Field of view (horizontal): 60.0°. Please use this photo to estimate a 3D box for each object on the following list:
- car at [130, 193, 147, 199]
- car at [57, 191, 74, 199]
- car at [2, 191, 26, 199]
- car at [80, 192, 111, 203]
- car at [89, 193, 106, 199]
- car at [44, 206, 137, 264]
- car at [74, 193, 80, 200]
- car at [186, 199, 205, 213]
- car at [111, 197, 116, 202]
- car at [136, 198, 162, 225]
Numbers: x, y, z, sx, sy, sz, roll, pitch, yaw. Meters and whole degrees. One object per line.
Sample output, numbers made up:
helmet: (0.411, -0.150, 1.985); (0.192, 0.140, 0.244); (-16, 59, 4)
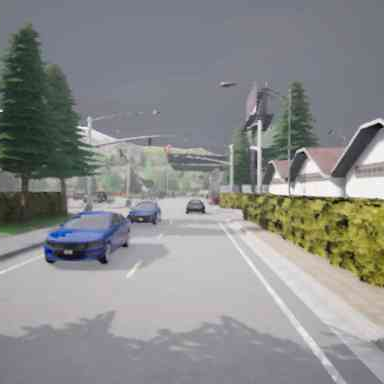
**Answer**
car: (-15.402, 1.103, 93.381); (5.027, 1.636, 2.152); (1, 0, 0)
car: (-24.011, 0.817, 59.131); (4.605, 1.855, 1.932); (1, 0, 0)
car: (-41.704, 0.631, 78.065); (4.605, 1.855, 1.932); (1, 0, 0)
car: (-16.160, 0.875, 55.802); (3.866, 1.878, 1.905); (1, 0, 0)
car: (-23.139, 1.029, 81.576); (3.633, 1.501, 1.845); (1, 0, 0)
car: (-3.470, 1.434, 11.914); (1.882, 1.535, 5.008); (1, 0, 1)
car: (-23.234, 1.015, 71.584); (4.514, 1.523, 2.007); (1, 0, 0)
car: (0.402, 1.474, 35.481); (1.994, 1.385, 4.181); (2, 0, 1)
car: (-15.534, 1.162, 59.124); (3.806, 1.475, 1.970); (1, 0, 0)
car: (-3.250, 1.472, 23.815); (1.882, 1.535, 5.008); (1, 0, 1)
